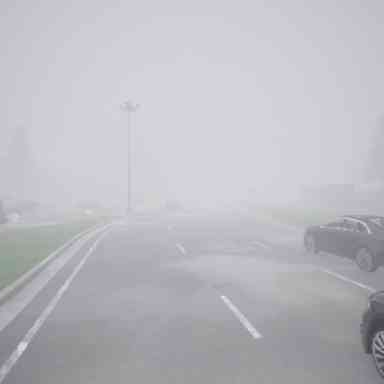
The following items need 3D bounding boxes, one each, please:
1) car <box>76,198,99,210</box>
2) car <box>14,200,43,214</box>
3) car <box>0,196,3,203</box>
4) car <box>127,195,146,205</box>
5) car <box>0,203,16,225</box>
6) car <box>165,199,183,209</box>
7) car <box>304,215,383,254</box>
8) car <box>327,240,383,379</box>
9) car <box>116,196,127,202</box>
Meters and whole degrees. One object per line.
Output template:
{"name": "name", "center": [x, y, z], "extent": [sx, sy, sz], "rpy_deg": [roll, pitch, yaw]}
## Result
{"name": "car", "center": [-13.986, 1.561, 44.739], "extent": [1.812, 1.442, 4.674], "rpy_deg": [0, 0, 3]}
{"name": "car", "center": [-17.943, 1.580, 35.458], "extent": [2.033, 1.411, 5.357], "rpy_deg": [0, 0, 3]}
{"name": "car", "center": [-15.553, 1.247, 23.127], "extent": [2.150, 2.045, 5.566], "rpy_deg": [0, 0, 9]}
{"name": "car", "center": [-9.714, 1.394, 60.572], "extent": [2.097, 1.767, 4.553], "rpy_deg": [0, 0, 3]}
{"name": "car", "center": [-12.928, 1.567, 18.628], "extent": [2.033, 1.411, 5.357], "rpy_deg": [0, 0, 16]}
{"name": "car", "center": [-2.304, 1.628, 44.378], "extent": [1.895, 1.301, 4.718], "rpy_deg": [0, 0, 4]}
{"name": "car", "center": [5.437, 1.494, 10.766], "extent": [2.128, 1.511, 4.902], "rpy_deg": [0, 0, -10]}
{"name": "car", "center": [3.372, 1.490, 2.454], "extent": [2.128, 1.511, 4.902], "rpy_deg": [0, 0, -8]}
{"name": "car", "center": [-15.922, 1.592, 76.075], "extent": [1.895, 1.301, 4.718], "rpy_deg": [0, 0, 3]}
